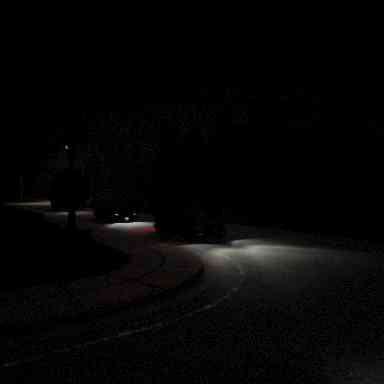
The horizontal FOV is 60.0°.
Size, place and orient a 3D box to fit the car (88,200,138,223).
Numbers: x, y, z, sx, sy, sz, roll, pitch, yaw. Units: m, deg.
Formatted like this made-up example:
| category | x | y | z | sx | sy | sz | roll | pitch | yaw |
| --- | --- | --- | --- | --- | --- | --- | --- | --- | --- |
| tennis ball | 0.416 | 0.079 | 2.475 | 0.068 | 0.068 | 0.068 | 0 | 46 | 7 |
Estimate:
| category | x | y | z | sx | sy | sz | roll | pitch | yaw |
| --- | --- | --- | --- | --- | --- | --- | --- | --- | --- |
| car | -6.099 | 1.517 | 25.928 | 2.033 | 1.411 | 5.357 | 0 | 0 | -33 |

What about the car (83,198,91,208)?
| category | x | y | z | sx | sy | sz | roll | pitch | yaw |
| --- | --- | --- | --- | --- | --- | --- | --- | --- | --- |
| car | -14.828 | 1.471 | 45.244 | 2.128 | 1.511 | 4.902 | 0 | 0 | -34 |

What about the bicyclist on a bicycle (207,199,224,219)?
| category | x | y | z | sx | sy | sz | roll | pitch | yaw |
| --- | --- | --- | --- | --- | --- | --- | --- | --- | --- |
| bicyclist on a bicycle | 1.969 | 1.357 | 26.975 | 1.656 | 1.620 | 0.582 | 22 | -28 | -26 |

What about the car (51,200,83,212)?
| category | x | y | z | sx | sy | sz | roll | pitch | yaw |
| --- | --- | --- | --- | --- | --- | --- | --- | --- | --- |
| car | -15.023 | 1.201 | 39.082 | 2.150 | 2.045 | 5.566 | 0 | 0 | -34 |

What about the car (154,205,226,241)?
| category | x | y | z | sx | sy | sz | roll | pitch | yaw |
| --- | --- | --- | --- | --- | --- | --- | --- | --- | --- |
| car | -0.256 | 1.447 | 16.794 | 1.882 | 1.535 | 5.008 | 0 | 0 | -31 |
